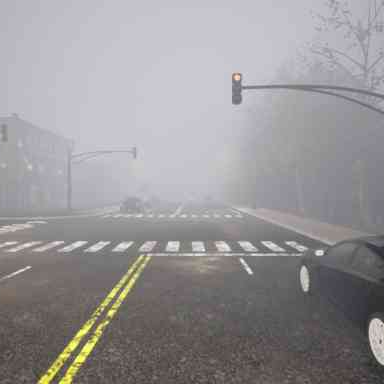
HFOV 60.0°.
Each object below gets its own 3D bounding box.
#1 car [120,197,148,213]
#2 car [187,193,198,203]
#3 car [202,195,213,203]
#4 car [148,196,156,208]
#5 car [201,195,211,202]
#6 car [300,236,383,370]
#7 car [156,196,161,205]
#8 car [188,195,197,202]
[{"bbox_3d":[-6.584,1.341,37.056,2.097,1.767,4.553,0,0,0],"label":"car"},{"bbox_3d":[0.128,1.196,68.627,2.150,2.045,5.566,0,0,0],"label":"car"},{"bbox_3d":[3.382,1.480,68.959,1.837,1.490,4.892,0,0,0],"label":"car"},{"bbox_3d":[-6.578,1.586,46.214,1.895,1.301,4.718,0,0,0],"label":"car"},{"bbox_3d":[3.284,1.494,79.149,2.128,1.511,4.902,0,0,0],"label":"car"},{"bbox_3d":[3.345,1.477,5.634,1.882,1.535,5.008,0,0,1],"label":"car"},{"bbox_3d":[-6.551,1.483,59.450,1.837,1.490,4.892,0,0,0],"label":"car"},{"bbox_3d":[0.034,1.509,79.270,2.033,1.411,5.357,0,0,0],"label":"car"}]
